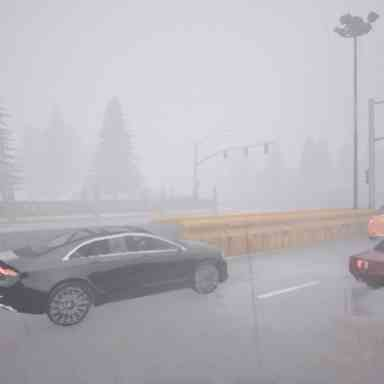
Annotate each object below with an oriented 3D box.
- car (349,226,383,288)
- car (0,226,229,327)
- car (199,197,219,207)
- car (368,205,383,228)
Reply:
[{"bbox_3d":[5.813,1.565,7.849,4.718,1.301,1.895,0,0,-35],"label":"car"},{"bbox_3d":[-1.400,1.482,7.035,4.902,1.511,2.128,0,0,-35],"label":"car"},{"bbox_3d":[2.075,1.444,48.281,1.994,1.385,4.181,0,0,-35],"label":"car"},{"bbox_3d":[9.970,1.288,15.063,4.553,1.767,2.097,-1,0,-35],"label":"car"}]
